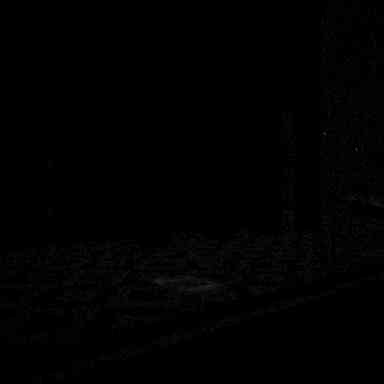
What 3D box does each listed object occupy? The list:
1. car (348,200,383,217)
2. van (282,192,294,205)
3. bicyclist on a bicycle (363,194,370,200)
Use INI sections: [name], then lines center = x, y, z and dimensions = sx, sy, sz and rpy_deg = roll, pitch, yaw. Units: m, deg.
[car]
center = 14.846, 1.367, 28.314
dimensions = 2.008, 1.369, 4.403
rpy_deg = 1, 0, -36
[van]
center = 12.282, 0.930, 46.588
dimensions = 1.690, 1.788, 3.998
rpy_deg = 1, 0, -36
[bicyclist on a bicycle]
center = 20.870, 1.030, 39.644
dimensions = 1.656, 1.620, 0.582
rpy_deg = 0, 1, -36
